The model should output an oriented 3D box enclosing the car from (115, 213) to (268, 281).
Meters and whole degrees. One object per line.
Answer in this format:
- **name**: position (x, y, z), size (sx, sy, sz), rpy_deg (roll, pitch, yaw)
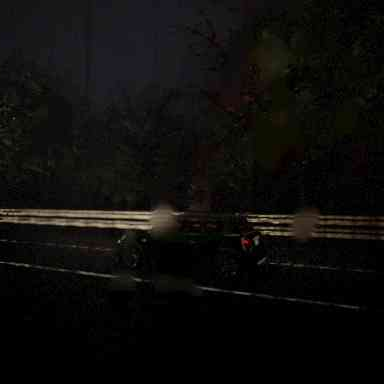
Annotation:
- **car**: position (-0.108, 1.431, 10.172), size (4.553, 1.767, 2.097), rpy_deg (0, 0, 25)
